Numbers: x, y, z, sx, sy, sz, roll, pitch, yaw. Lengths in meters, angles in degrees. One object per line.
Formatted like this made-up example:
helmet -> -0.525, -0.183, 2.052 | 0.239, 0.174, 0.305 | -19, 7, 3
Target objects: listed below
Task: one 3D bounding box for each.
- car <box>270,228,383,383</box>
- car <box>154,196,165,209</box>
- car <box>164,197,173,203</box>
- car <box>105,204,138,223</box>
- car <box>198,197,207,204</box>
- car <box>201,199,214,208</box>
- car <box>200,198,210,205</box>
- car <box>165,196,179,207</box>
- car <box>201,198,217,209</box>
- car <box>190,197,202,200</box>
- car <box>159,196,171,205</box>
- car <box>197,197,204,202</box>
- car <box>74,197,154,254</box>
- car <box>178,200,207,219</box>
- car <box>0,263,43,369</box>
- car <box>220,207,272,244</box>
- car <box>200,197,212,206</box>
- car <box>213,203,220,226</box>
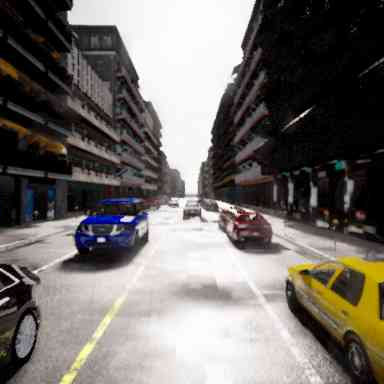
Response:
car -> 2.683, 1.549, 5.040 | 1.752, 1.417, 4.829 | 0, 0, 0
car -> -5.781, 1.614, 50.172 | 2.192, 1.841, 5.009 | 0, 0, 0
car -> -5.845, 2.088, 84.140 | 1.887, 1.381, 4.507 | 0, 0, 0
car -> -5.739, 1.742, 27.520 | 1.802, 1.307, 4.206 | 0, 0, 0
car -> 2.546, 1.930, 78.471 | 1.967, 1.590, 4.097 | 0, 0, 0
car -> 2.589, 1.872, 55.828 | 1.887, 1.381, 4.507 | 0, 0, 0
car -> 2.568, 1.984, 67.151 | 1.802, 1.307, 4.206 | 0, 0, 0
car -> -3.147, 1.888, 57.349 | 2.033, 1.411, 5.357 | 0, 0, 1
car -> 2.610, 1.809, 44.503 | 2.008, 1.369, 4.403 | 0, 0, 0
car -> 0.018, 1.742, 45.325 | 1.882, 1.535, 5.008 | 0, 0, 0
car -> -5.824, 1.766, 72.818 | 2.192, 1.841, 5.009 | 0, 0, 0
car -> 2.515, 2.176, 95.457 | 1.887, 1.381, 4.507 | 0, 0, 0
car -> -3.115, 1.299, 14.159 | 2.150, 2.045, 5.566 | 0, 0, 0
car -> 0.036, 1.725, 30.984 | 2.033, 1.411, 5.357 | 0, 0, 0
car -> -3.105, 1.524, 3.052 | 1.837, 1.490, 4.892 | 0, -1, 0
car -> 2.662, 1.630, 16.192 | 1.887, 1.381, 4.507 | 0, 0, 0
car -> 2.578, 1.804, 61.488 | 1.967, 1.590, 4.097 | 0, 0, 0
car -> 2.652, 1.664, 21.853 | 1.887, 1.381, 4.507 | 0, 0, 0
